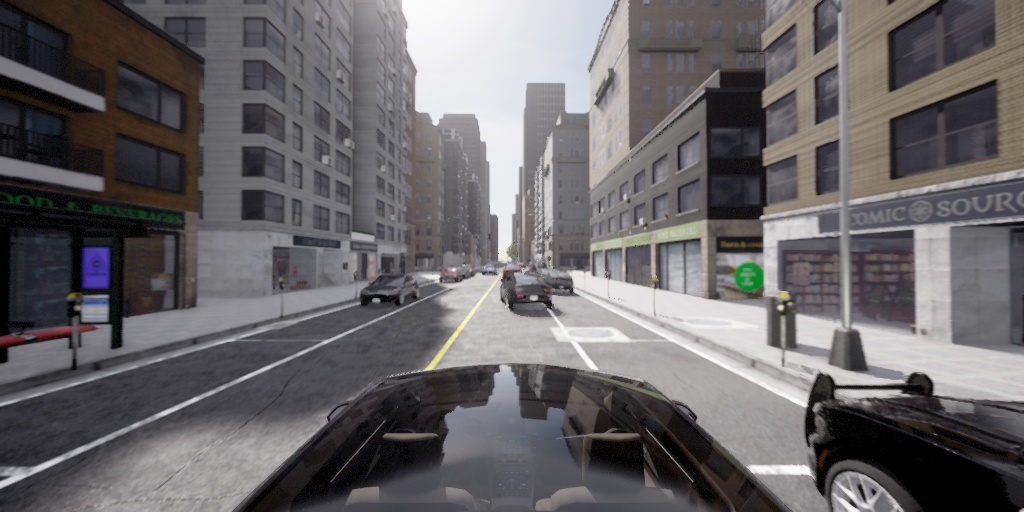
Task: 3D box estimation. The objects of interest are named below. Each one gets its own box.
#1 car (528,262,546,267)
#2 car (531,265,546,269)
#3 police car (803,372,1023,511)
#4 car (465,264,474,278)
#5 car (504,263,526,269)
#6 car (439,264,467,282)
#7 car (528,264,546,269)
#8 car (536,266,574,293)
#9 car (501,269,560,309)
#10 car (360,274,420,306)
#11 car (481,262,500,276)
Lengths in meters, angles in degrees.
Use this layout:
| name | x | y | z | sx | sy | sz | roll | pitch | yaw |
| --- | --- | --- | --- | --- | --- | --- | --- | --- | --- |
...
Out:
| name | x | y | z | sx | sy | sz | roll | pitch | yaw |
| --- | --- | --- | --- | --- | --- | --- | --- | --- | --- |
| car | 2.826 | 1.556 | 39.287 | 2.192 | 1.841 | 5.009 | 0 | 0 | 0 |
| car | 2.836 | 1.647 | 28.240 | 2.007 | 1.370 | 4.403 | 0 | 0 | 0 |
| police car | 3.136 | 1.161 | 0.719 | 1.930 | 1.638 | 5.238 | 0 | -1 | 0 |
| car | -5.700 | 1.809 | 39.272 | 1.948 | 1.339 | 4.313 | 0 | 0 | 0 |
| car | 0.069 | 1.664 | 35.018 | 1.882 | 1.535 | 5.008 | 0 | -2 | 0 |
| car | -5.695 | 1.753 | 33.748 | 1.802 | 1.307 | 4.207 | 0 | 0 | 0 |
| car | 2.831 | 1.735 | 33.763 | 1.948 | 1.339 | 4.313 | 0 | 0 | 0 |
| car | 2.841 | 1.575 | 22.717 | 2.007 | 1.370 | 4.403 | 0 | 0 | 0 |
| car | 0.549 | 1.462 | 15.943 | 1.812 | 1.442 | 4.674 | 0 | -1 | -7 |
| car | -5.680 | 1.519 | 17.174 | 1.948 | 1.339 | 4.313 | 0 | 0 | 0 |
| car | -3.078 | 1.917 | 48.953 | 2.033 | 1.411 | 5.357 | 0 | -1 | 0 |
